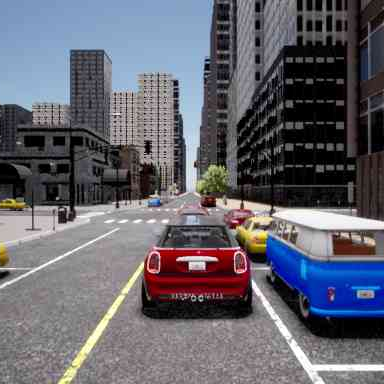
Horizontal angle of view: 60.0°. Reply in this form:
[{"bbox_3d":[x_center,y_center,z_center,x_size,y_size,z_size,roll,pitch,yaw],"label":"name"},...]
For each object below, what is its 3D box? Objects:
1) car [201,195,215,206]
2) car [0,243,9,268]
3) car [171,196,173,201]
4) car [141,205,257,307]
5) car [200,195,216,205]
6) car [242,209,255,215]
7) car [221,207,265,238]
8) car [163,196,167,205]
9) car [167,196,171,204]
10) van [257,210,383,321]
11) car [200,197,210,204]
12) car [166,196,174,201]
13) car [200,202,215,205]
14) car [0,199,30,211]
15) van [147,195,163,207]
[{"bbox_3d":[2.612,1.380,56.227,2.192,1.841,5.009,0,0,0],"label":"car"},{"bbox_3d":[-5.701,1.525,6.807,1.752,1.417,4.829,0,0,0],"label":"car"},{"bbox_3d":[-5.789,1.654,72.785,2.008,1.369,4.403,0,0,0],"label":"car"},{"bbox_3d":[0.088,1.352,8.127,2.097,1.767,4.553,0,0,0],"label":"car"},{"bbox_3d":[2.619,1.369,50.703,2.192,1.841,5.009,0,0,0],"label":"car"},{"bbox_3d":[2.670,1.527,12.822,1.752,1.417,4.829,0,0,0],"label":"car"},{"bbox_3d":[2.663,1.587,18.315,1.802,1.307,4.206,0,0,0],"label":"car"},{"bbox_3d":[-5.767,1.505,56.213,1.967,1.590,4.097,0,0,0],"label":"car"},{"bbox_3d":[-5.782,1.529,67.262,1.967,1.590,4.097,0,0,0],"label":"car"},{"bbox_3d":[2.678,1.341,6.988,1.690,1.788,3.998,0,0,0],"label":"van"},{"bbox_3d":[2.599,1.655,67.275,1.947,1.339,4.313,0,0,0],"label":"car"},{"bbox_3d":[-5.811,1.673,89.187,1.752,1.417,4.829,0,0,0],"label":"car"},{"bbox_3d":[0.077,1.482,17.334,1.882,1.535,5.008,0,0,0],"label":"car"},{"bbox_3d":[-21.460,1.469,38.500,4.829,1.417,1.752,0,0,0],"label":"car"},{"bbox_3d":[-5.760,1.395,50.690,1.690,1.788,3.998,0,0,0],"label":"van"}]
